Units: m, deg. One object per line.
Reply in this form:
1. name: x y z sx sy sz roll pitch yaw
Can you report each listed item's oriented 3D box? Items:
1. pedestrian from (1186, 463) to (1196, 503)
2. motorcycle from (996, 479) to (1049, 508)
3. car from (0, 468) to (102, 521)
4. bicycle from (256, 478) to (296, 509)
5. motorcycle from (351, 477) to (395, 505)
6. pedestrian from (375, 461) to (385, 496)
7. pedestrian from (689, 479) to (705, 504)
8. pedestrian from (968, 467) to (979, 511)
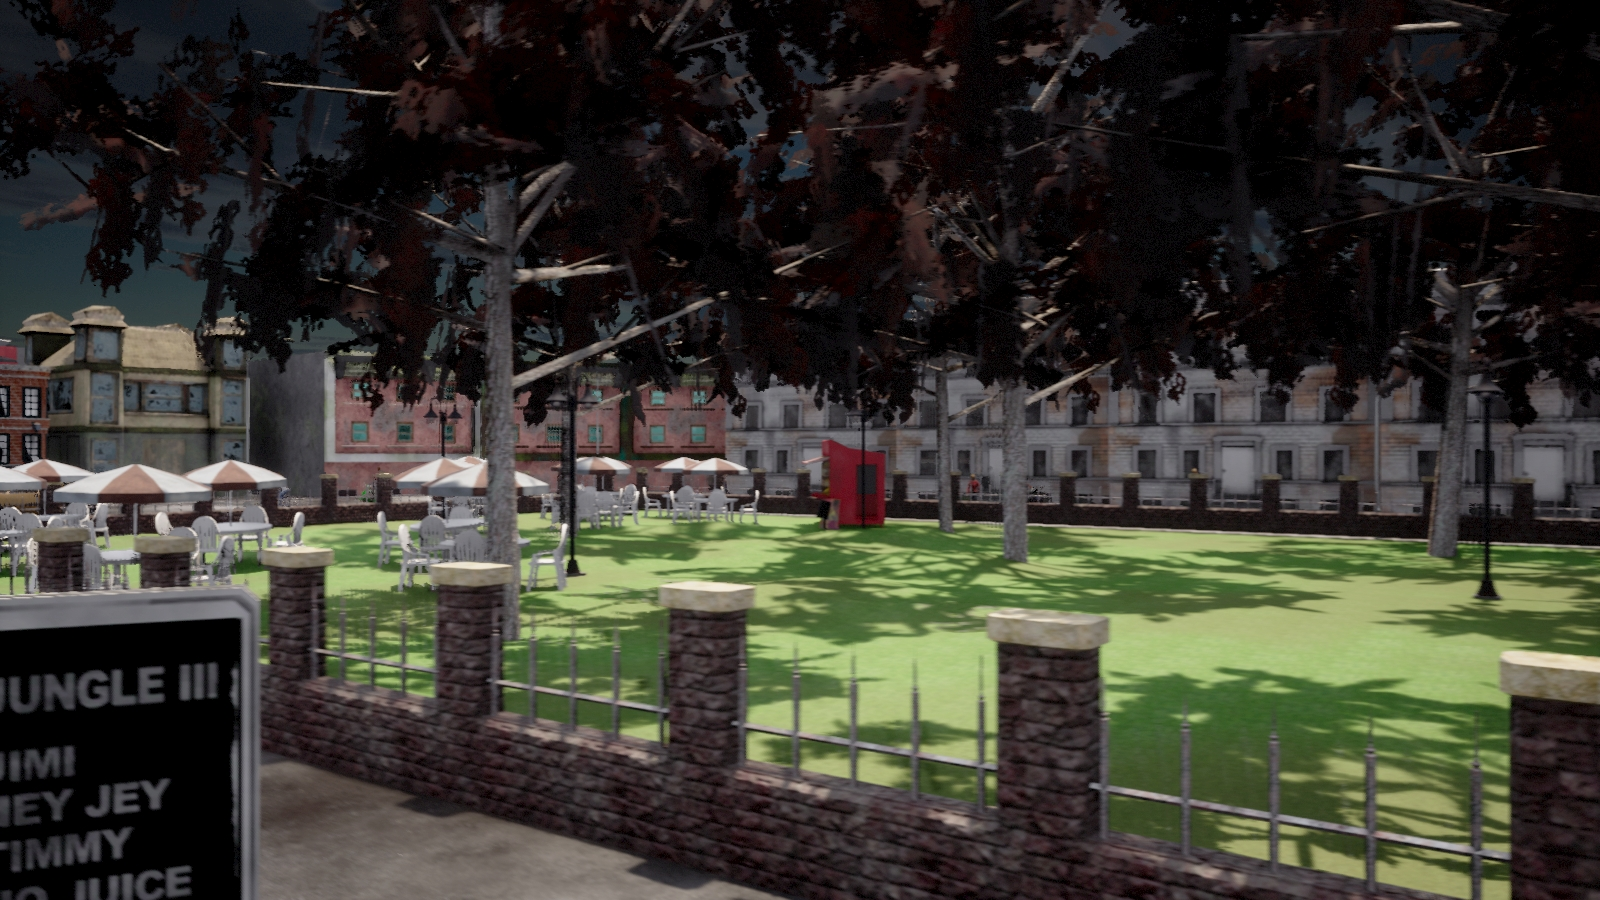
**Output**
1. pedestrian: 18.061 1.527 52.733 0.375 1.860 0.375 0 0 30
2. motorcycle: 10.210 1.988 52.496 2.209 1.251 0.867 0 0 35
3. car: -29.125 1.651 42.901 1.932 1.855 4.605 0 0 36
4. bicycle: -23.412 1.943 51.086 0.373 1.296 1.643 0 0 35
5. motorcycle: -20.582 1.970 55.097 0.856 1.236 1.805 0 0 36
6. pedestrian: -22.766 1.535 61.940 0.375 1.860 0.375 0 0 45
7. pedestrian: -4.733 1.908 52.504 0.500 1.100 0.500 0 0 33
8. pedestrian: 7.271 1.632 47.971 0.375 1.860 0.375 0 0 25
